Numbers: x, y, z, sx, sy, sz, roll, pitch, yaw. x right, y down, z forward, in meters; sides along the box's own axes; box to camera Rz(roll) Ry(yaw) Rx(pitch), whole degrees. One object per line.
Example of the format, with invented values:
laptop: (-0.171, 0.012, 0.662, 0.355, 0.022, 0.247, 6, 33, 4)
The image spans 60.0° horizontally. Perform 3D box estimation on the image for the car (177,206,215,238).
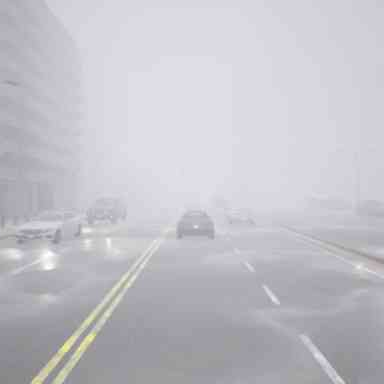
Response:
car: (0.205, 1.741, 18.821, 1.994, 1.385, 4.181, 0, -1, 0)

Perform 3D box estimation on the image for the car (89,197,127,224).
car: (-6.869, 1.469, 27.468, 2.150, 2.045, 5.566, 0, -1, 1)

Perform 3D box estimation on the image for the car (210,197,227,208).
car: (3.855, 1.669, 47.419, 2.150, 2.045, 5.566, 0, -1, 0)

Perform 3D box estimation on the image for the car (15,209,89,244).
car: (-6.996, 1.674, 16.814, 1.812, 1.442, 4.674, 0, -1, 1)

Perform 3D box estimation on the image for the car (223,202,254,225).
car: (3.748, 1.777, 26.320, 1.812, 1.442, 4.674, 0, -1, 0)

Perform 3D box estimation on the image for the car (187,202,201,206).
car: (0.295, 2.001, 42.834, 1.895, 1.301, 4.718, 0, -1, 1)
